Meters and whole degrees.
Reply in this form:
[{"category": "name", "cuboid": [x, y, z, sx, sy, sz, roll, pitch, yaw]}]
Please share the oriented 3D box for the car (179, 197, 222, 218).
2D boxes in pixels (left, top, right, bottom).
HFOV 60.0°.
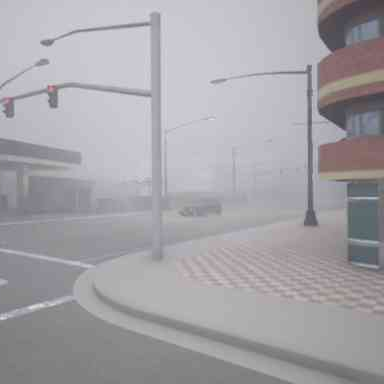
[{"category": "car", "cuboid": [1.001, 1.541, 33.585, 2.150, 2.045, 5.566, -1, 1, 35]}]
